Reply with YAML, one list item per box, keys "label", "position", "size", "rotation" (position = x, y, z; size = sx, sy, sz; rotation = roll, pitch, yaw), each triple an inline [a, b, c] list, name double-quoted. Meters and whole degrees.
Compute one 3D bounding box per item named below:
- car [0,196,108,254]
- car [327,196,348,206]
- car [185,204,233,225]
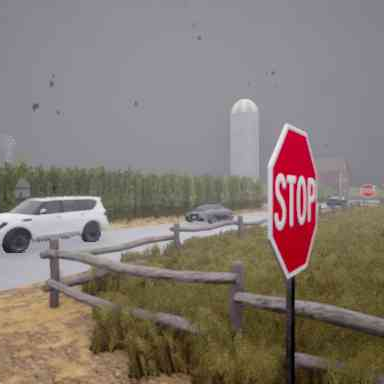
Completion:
- label: "car"
  position: [-6.112, 1.210, 14.000]
  size: [2.150, 2.045, 5.566]
  rotation: [0, 0, 35]
- label: "car"
  position: [19.029, 1.298, 43.543]
  size: [1.837, 1.490, 4.892]
  rotation: [0, 0, 36]
- label: "car"
  position: [1.310, 1.548, 24.385]
  size: [1.994, 1.385, 4.181]
  rotation: [0, 0, 35]
